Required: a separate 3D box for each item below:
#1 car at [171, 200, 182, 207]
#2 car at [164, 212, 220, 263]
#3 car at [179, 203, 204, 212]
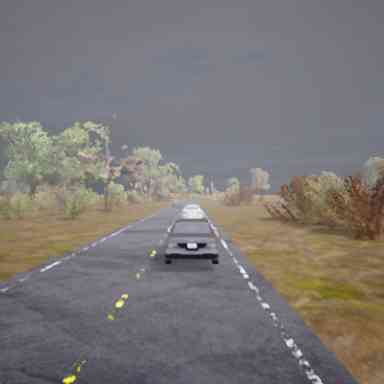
[{"bbox_3d":[-3.017,2.231,65.331,1.812,1.442,4.674,0,-1,0],"label":"car"},{"bbox_3d":[0.010,1.684,12.501,2.033,1.411,5.357,0,-1,0],"label":"car"},{"bbox_3d":[0.026,1.838,28.878,1.812,1.442,4.674,0,0,1],"label":"car"}]
